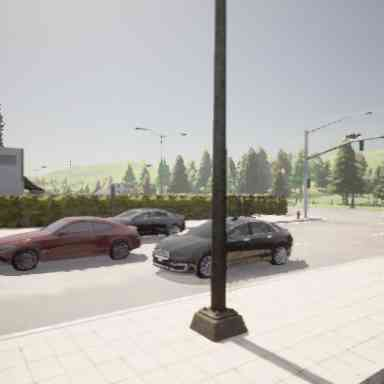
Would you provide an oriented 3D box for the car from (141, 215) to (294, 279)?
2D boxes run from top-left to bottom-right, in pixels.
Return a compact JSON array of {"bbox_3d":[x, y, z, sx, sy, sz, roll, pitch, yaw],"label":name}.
[{"bbox_3d":[1.127,1.575,10.333,4.892,1.490,1.837,0,0,-36],"label":"car"}]

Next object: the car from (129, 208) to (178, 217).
[{"bbox_3d":[-2.544,1.569,16.312,4.902,1.511,2.128,1,0,-36],"label":"car"}]

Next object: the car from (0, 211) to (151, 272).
[{"bbox_3d":[-3.939,1.560,11.014,4.674,1.442,1.812,1,0,-36],"label":"car"}]
